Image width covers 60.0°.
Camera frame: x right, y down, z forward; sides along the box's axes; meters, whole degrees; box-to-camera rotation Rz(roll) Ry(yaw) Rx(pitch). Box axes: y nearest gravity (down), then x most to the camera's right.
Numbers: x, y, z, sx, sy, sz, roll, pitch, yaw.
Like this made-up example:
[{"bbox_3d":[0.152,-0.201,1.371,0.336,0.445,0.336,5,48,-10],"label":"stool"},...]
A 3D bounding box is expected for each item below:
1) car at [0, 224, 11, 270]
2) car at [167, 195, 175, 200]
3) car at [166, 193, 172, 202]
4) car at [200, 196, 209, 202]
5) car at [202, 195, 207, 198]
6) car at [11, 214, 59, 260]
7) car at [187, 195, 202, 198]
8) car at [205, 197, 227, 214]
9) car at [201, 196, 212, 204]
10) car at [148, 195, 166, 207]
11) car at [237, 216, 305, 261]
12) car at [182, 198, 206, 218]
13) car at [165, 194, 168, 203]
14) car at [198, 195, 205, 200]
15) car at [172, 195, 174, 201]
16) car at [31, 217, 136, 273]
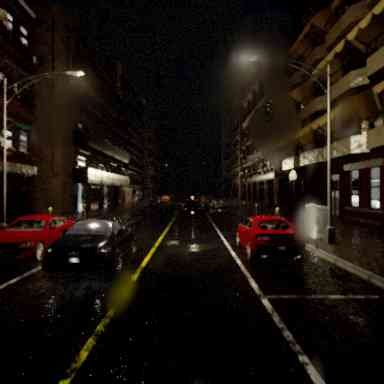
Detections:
[{"bbox_3d":[-5.690,1.436,6.494,1.967,1.590,4.097,0,0,0],"label":"car"},{"bbox_3d":[-5.690,1.457,90.867,1.752,1.417,4.829,0,0,0],"label":"car"},{"bbox_3d":[-5.690,1.494,68.493,1.887,1.381,4.507,0,0,0],"label":"car"},{"bbox_3d":[2.690,1.527,74.125,1.802,1.307,4.206,0,0,0],"label":"car"},{"bbox_3d":[2.691,1.484,57.386,1.752,1.417,4.829,0,0,0],"label":"car"},{"bbox_3d":[-5.690,1.537,12.131,1.887,1.381,4.507,0,0,0],"label":"car"},{"bbox_3d":[0.002,1.467,52.319,2.163,1.488,4.792,0,0,0],"label":"car"},{"bbox_3d":[2.691,1.527,34.671,2.008,1.369,4.403,0,0,0],"label":"car"},{"bbox_3d":[2.691,1.520,62.852,1.947,1.339,4.313,0,0,0],"label":"car"},{"bbox_3d":[-5.690,1.514,51.583,2.008,1.369,4.403,0,0,0],"label":"car"},{"bbox_3d":[2.690,1.537,12.127,1.887,1.381,4.507,0,0,0],"label":"car"},{"bbox_3d":[0.069,1.505,29.698,1.812,1.442,4.674,0,0,0],"label":"car"},{"bbox_3d":[-5.690,1.510,57.220,2.008,1.369,4.403,0,0,0],"label":"car"},{"bbox_3d":[2.691,1.514,91.034,1.802,1.307,4.206,0,0,0],"label":"car"},{"bbox_3d":[-5.689,1.256,79.766,2.192,1.841,5.009,0,0,0],"label":"car"},{"bbox_3d":[-3.019,1.558,10.516,1.994,1.385,4.181,0,0,0],"label":"car"}]
